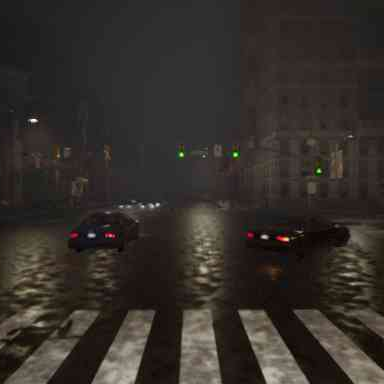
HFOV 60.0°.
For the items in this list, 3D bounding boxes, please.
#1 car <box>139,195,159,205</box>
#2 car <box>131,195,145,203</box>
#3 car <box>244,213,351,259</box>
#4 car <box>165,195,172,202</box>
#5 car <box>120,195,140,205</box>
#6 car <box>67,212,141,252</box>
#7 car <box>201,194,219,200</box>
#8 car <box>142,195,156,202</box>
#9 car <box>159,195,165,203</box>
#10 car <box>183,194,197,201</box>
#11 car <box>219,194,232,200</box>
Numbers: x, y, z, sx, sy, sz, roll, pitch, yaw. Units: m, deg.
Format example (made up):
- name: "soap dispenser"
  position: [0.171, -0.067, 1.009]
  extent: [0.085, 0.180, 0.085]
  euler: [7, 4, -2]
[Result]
- name: "car"
  position: [-6.998, 1.430, 54.818]
  extent: [1.812, 1.442, 4.674]
  euler: [0, 0, 0]
- name: "car"
  position: [-10.494, 1.364, 65.068]
  extent: [1.882, 1.535, 5.008]
  euler: [0, 0, 0]
- name: "car"
  position: [4.187, 1.525, 12.695]
  extent: [5.357, 1.411, 2.033]
  euler: [0, 0, -45]
- name: "car"
  position: [-6.010, 1.408, 75.630]
  extent: [2.033, 1.411, 5.357]
  euler: [0, 0, 10]
- name: "car"
  position: [-10.498, 1.451, 55.090]
  extent: [2.033, 1.411, 5.357]
  euler: [0, 0, 0]
- name: "car"
  position: [-3.398, 1.523, 13.768]
  extent: [2.033, 1.411, 5.357]
  euler: [0, 0, 0]
- name: "car"
  position: [4.437, 1.319, 91.325]
  extent: [1.882, 1.535, 5.008]
  euler: [0, 0, 38]
- name: "car"
  position: [-9.647, 1.369, 75.274]
  extent: [1.837, 1.490, 4.892]
  euler: [0, 0, 10]
- name: "car"
  position: [-6.991, 1.378, 65.219]
  extent: [2.128, 1.511, 4.902]
  euler: [0, 0, 0]
- name: "car"
  position: [-0.408, 1.212, 82.277]
  extent: [2.097, 1.767, 4.553]
  euler: [0, 0, 22]
- name: "car"
  position: [8.871, 1.381, 91.406]
  extent: [2.033, 1.411, 5.357]
  euler: [0, 0, 41]
